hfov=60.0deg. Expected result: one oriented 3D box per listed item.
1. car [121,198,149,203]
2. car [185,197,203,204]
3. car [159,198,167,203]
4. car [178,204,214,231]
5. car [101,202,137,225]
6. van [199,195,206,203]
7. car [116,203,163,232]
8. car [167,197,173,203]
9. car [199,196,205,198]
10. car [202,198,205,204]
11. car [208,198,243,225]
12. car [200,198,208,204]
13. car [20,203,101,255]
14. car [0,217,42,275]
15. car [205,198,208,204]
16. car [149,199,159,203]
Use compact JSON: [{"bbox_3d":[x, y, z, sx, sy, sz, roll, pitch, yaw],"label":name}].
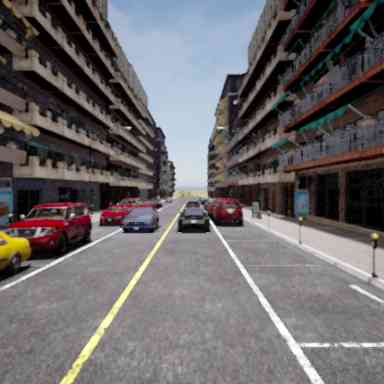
[{"bbox_3d":[-5.688,1.495,30.884,2.192,1.841,5.009,-1,0,0],"label":"car"},{"bbox_3d":[0.126,1.768,42.433,1.812,1.442,4.674,0,0,0],"label":"car"},{"bbox_3d":[-5.670,1.866,53.543,1.947,1.339,4.313,-1,0,0],"label":"car"},{"bbox_3d":[0.113,1.692,21.459,1.994,1.385,4.181,0,0,0],"label":"car"},{"bbox_3d":[-5.688,1.693,25.220,1.887,1.381,4.507,-1,0,0],"label":"car"},{"bbox_3d":[2.727,1.806,87.584,1.690,1.788,3.998,-1,0,0],"label":"van"},{"bbox_3d":[-3.086,1.673,21.154,2.033,1.411,5.357,0,0,0],"label":"car"},{"bbox_3d":[-5.653,1.990,81.868,2.008,1.369,4.403,-1,0,0],"label":"car"},{"bbox_3d":[2.719,1.923,64.924,1.947,1.339,4.313,-1,0,0],"label":"car"},{"bbox_3d":[2.670,1.786,42.268,1.887,1.381,4.507,-1,0,0],"label":"car"},{"bbox_3d":[2.655,1.464,25.275,2.192,1.841,5.009,-1,0,0],"label":"car"},{"bbox_3d":[2.724,1.995,76.254,1.802,1.307,4.206,-1,0,0],"label":"car"},{"bbox_3d":[-5.699,1.398,13.892,2.192,1.841,5.009,-1,0,0],"label":"car"},{"bbox_3d":[-5.699,1.574,8.056,1.752,1.417,4.829,-1,0,0],"label":"car"},{"bbox_3d":[2.659,1.495,30.940,2.192,1.841,5.009,-1,0,0],"label":"car"},{"bbox_3d":[-5.677,1.786,42.213,1.887,1.381,4.507,-1,0,0],"label":"car"}]
